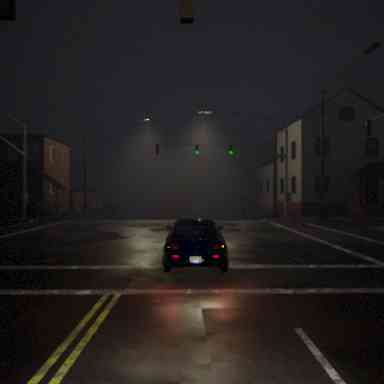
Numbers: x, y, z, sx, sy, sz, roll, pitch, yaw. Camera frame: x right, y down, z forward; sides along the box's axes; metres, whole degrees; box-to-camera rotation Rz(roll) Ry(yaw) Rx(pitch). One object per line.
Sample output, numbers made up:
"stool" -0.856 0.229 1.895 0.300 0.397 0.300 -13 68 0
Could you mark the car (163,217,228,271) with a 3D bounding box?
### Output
"car" 0.100 1.549 10.850 1.812 1.442 4.674 0 0 0
